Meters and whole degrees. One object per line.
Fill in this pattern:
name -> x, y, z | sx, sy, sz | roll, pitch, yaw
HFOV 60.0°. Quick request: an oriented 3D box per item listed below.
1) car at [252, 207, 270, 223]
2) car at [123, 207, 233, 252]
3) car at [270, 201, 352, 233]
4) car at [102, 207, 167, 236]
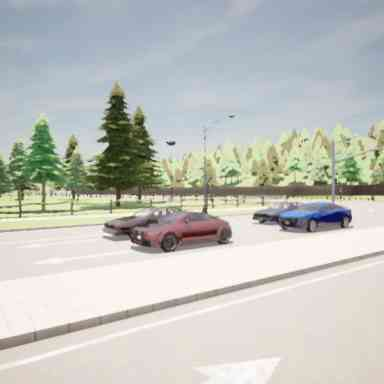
car -> 6.527, 1.350, 22.640 | 5.357, 1.411, 2.033 | -1, 0, -35
car -> -0.348, 1.483, 13.544 | 4.181, 1.385, 1.994 | -1, 0, -36
car -> 6.986, 1.300, 18.697 | 5.008, 1.535, 1.882 | -1, 0, -35
car -> -1.708, 1.458, 16.866 | 5.357, 1.411, 2.033 | -1, 0, -35
